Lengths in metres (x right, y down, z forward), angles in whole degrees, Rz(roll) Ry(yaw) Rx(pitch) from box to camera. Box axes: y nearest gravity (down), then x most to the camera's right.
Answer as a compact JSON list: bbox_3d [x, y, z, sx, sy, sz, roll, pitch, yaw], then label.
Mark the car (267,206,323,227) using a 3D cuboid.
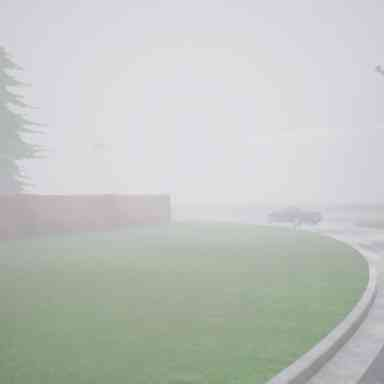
[{"bbox_3d":[8.096,1.860,26.695,1.882,1.535,5.008,0,-1,-25],"label":"car"}]
